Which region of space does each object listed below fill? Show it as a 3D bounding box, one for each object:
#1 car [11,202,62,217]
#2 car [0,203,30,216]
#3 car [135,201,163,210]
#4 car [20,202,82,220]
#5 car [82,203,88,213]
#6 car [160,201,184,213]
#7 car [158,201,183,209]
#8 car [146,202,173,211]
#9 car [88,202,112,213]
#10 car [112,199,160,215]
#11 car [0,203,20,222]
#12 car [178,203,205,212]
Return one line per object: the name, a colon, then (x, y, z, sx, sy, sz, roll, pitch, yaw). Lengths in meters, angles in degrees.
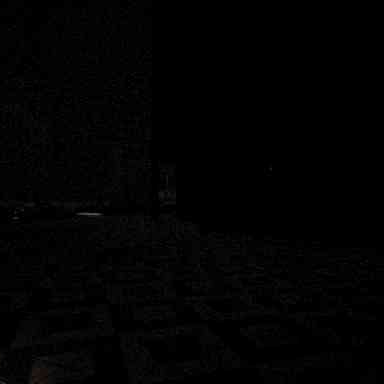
car: (-16.679, 1.852, 35.927, 1.812, 1.442, 4.674, 0, -1, 36)
car: (-20.093, 1.841, 35.743, 2.008, 1.369, 4.403, -1, -1, 35)
car: (-6.987, 2.209, 54.122, 2.008, 1.369, 4.403, -1, -2, 35)
car: (-13.059, 1.824, 30.926, 1.752, 1.417, 4.829, -1, -2, 35)
car: (-13.540, 2.015, 44.933, 1.887, 1.381, 4.507, -1, -2, 35)
car: (-3.327, 2.113, 44.572, 1.887, 1.381, 4.507, -1, -2, 35)
car: (-3.710, 2.304, 58.716, 2.008, 1.369, 4.403, -1, -2, 35)
car: (-5.034, 2.216, 52.175, 1.994, 1.385, 4.181, 0, -1, 37)
car: (-10.893, 2.011, 44.023, 1.812, 1.442, 4.674, 0, -1, 35)
car: (-6.605, 1.791, 39.983, 2.192, 1.841, 5.009, -1, -2, 35)
car: (-16.434, 1.774, 26.193, 1.947, 1.339, 4.313, -1, -2, 35)
car: (-0.046, 2.245, 49.171, 1.802, 1.307, 4.206, -1, -2, 36)
